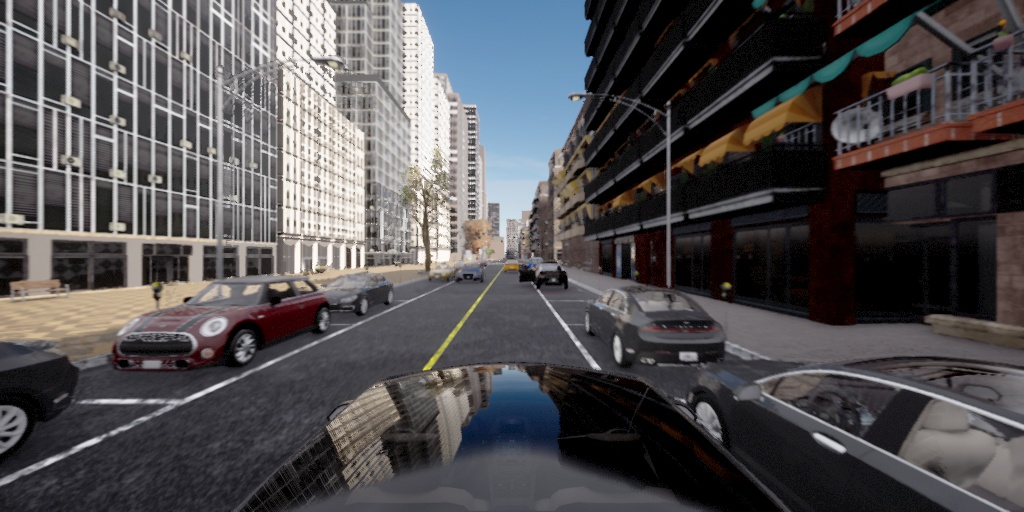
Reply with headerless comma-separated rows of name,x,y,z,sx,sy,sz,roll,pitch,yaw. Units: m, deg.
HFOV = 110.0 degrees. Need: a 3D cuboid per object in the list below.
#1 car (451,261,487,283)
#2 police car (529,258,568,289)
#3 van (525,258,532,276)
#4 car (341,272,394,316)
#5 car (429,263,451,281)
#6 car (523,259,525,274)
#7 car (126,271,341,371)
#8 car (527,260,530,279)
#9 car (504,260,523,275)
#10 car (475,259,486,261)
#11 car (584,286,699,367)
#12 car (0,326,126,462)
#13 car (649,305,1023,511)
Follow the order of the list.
car,-3.088,1.299,27.286,1.994,1.385,4.181,0,0,0
police car,2.373,1.161,23.032,1.930,1.638,5.238,0,0,0
van,2.701,1.074,40.850,1.690,1.789,3.998,0,0,0
car,-5.688,1.292,13.190,2.007,1.370,4.403,0,0,0
car,-5.682,1.259,29.618,1.751,1.417,4.829,0,0,0
car,2.703,1.173,46.383,1.967,1.591,4.097,0,0,0
car,-5.690,1.185,7.659,1.967,1.591,4.097,0,0,0
car,2.700,1.315,35.318,1.802,1.307,4.207,0,0,0
car,0.029,1.211,44.098,1.882,1.535,5.008,0,0,0
car,-5.673,1.260,57.281,1.751,1.417,4.829,0,0,0
car,2.691,1.296,7.655,2.007,1.370,4.403,0,0,0
car,-5.691,1.300,2.126,2.007,1.370,4.403,0,0,0
car,2.689,1.300,2.123,2.007,1.370,4.403,0,0,0
